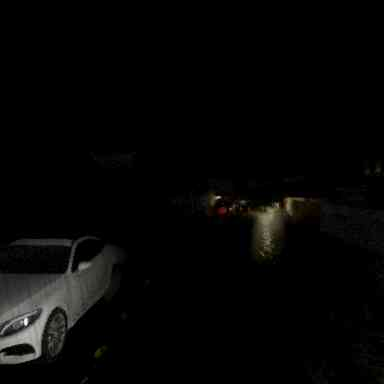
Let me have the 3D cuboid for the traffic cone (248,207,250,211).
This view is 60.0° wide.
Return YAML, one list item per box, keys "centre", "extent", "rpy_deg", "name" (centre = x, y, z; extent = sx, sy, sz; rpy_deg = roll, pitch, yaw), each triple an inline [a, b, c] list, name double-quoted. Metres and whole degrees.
- centre: [7.001, 2.024, 40.867]
  extent: [0.340, 0.580, 0.340]
  rpy_deg: [0, 0, 12]
  name: "traffic cone"

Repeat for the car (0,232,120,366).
- centre: [-2.619, 1.528, 6.040]
  extent: [1.812, 1.442, 4.674]
  rpy_deg: [0, 0, 3]
  name: "car"

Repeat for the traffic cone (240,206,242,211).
- centre: [6.022, 2.027, 41.072]
  extent: [0.340, 0.580, 0.340]
  rpy_deg: [0, 0, 12]
  name: "traffic cone"

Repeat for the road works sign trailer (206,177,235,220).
- centre: [2.549, 0.502, 28.520]
  extent: [2.380, 3.560, 2.880]
  rpy_deg: [0, 0, 12]
  name: "road works sign trailer"

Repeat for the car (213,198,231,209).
- centre: [4.284, 1.580, 47.506]
  extent: [1.882, 1.535, 5.008]
  rpy_deg: [0, 0, 17]
  name: "car"
